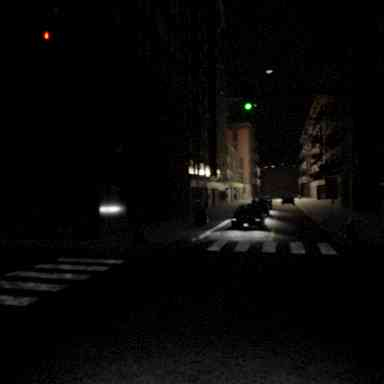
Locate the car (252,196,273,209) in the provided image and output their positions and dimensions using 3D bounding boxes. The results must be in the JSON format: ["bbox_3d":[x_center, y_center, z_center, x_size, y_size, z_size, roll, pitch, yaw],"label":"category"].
[{"bbox_3d":[6.251,1.352,30.898,2.128,1.511,4.902,-1,0,15],"label":"car"}]

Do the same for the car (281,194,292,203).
[{"bbox_3d":[16.804,1.162,59.102,1.812,1.442,4.674,-1,0,15],"label":"car"}]

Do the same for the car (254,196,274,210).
[{"bbox_3d":[8.874,1.293,40.756,2.128,1.511,4.902,-1,0,15],"label":"car"}]

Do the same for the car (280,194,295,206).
[{"bbox_3d":[14.192,1.176,49.301,1.882,1.535,5.008,-1,0,15],"label":"car"}]

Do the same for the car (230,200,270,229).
[{"bbox_3d":[3.723,1.463,21.407,2.033,1.411,5.357,-1,0,15],"label":"car"}]
